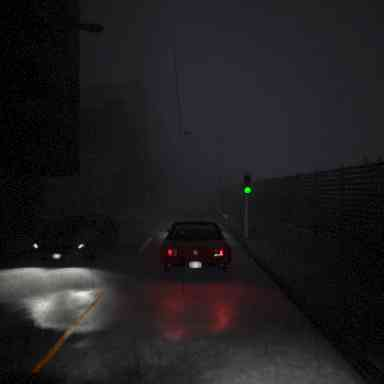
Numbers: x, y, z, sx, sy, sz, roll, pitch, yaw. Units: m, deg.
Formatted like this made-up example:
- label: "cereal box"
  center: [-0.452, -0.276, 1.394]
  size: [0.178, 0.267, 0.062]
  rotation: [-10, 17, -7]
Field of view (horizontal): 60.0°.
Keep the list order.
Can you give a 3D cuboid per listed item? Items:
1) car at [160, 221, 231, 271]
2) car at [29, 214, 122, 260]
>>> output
- label: "car"
  center: [0.097, 1.598, 10.856]
  size: [1.895, 1.301, 4.718]
  rotation: [0, 0, 0]
- label: "car"
  center: [-4.043, 1.545, 12.632]
  size: [2.033, 1.411, 5.357]
  rotation: [0, 0, 0]
